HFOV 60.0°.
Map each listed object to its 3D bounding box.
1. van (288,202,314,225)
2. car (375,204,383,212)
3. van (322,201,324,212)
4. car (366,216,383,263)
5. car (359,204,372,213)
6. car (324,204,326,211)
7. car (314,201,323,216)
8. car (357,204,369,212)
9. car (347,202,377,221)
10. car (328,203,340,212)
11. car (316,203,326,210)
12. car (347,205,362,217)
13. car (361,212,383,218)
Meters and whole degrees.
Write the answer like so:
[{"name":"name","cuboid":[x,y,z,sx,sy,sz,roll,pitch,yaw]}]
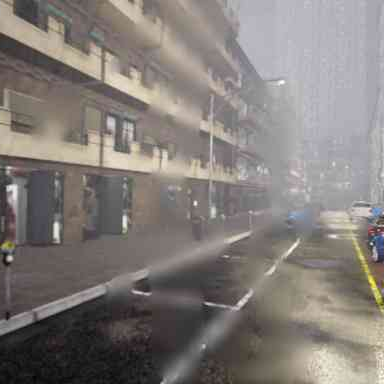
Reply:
[{"name":"van","cuboid":[9.792,1.946,30.112,1.690,1.788,3.998,0,-1,24]},{"name":"car","cuboid":[19.237,2.288,32.063,1.967,1.590,4.097,0,-1,24]},{"name":"van","cuboid":[18.660,2.402,50.455,1.690,1.788,3.998,0,-1,24]},{"name":"car","cuboid":[7.192,1.774,10.263,1.882,1.535,5.008,1,-1,12]},{"name":"car","cuboid":[32.537,3.075,62.576,1.887,1.381,4.507,0,-1,24]},{"name":"car","cuboid":[23.094,2.603,60.627,2.192,1.841,5.009,0,-1,24]},{"name":"car","cuboid":[16.442,2.388,45.368,1.967,1.590,4.097,0,-1,24]},{"name":"car","cuboid":[34.823,3.172,67.818,1.752,1.417,4.829,0,-1,24]},{"name":"car","cuboid":[18.081,2.086,35.733,2.150,2.045,5.566,1,-1,24]},{"name":"car","cuboid":[27.394,2.907,64.051,1.882,1.535,5.008,1,-1,24]},{"name":"car","cuboid":[27.525,3.060,70.795,1.887,1.381,4.507,0,-1,24]},{"name":"car","cuboid":[23.335,2.663,47.861,1.812,1.442,4.674,1,-1,24]},{"name":"car","cuboid":[9.668,1.929,15.813,1.837,1.490,4.892,1,-1,38]}]
